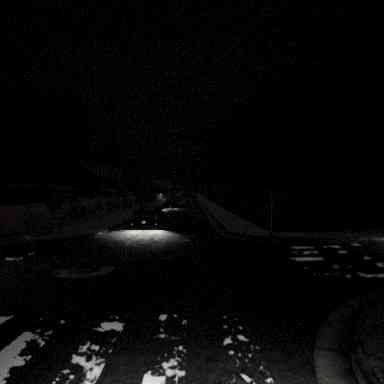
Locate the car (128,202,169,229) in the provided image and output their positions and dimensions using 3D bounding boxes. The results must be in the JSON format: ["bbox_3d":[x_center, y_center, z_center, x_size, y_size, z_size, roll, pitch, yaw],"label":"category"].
[{"bbox_3d":[-2.799,1.562,21.383,1.994,1.385,4.181,0,0,0],"label":"car"}]

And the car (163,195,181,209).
[{"bbox_3d":[-2.854,1.502,45.768,2.033,1.411,5.357,0,0,0],"label":"car"}]
